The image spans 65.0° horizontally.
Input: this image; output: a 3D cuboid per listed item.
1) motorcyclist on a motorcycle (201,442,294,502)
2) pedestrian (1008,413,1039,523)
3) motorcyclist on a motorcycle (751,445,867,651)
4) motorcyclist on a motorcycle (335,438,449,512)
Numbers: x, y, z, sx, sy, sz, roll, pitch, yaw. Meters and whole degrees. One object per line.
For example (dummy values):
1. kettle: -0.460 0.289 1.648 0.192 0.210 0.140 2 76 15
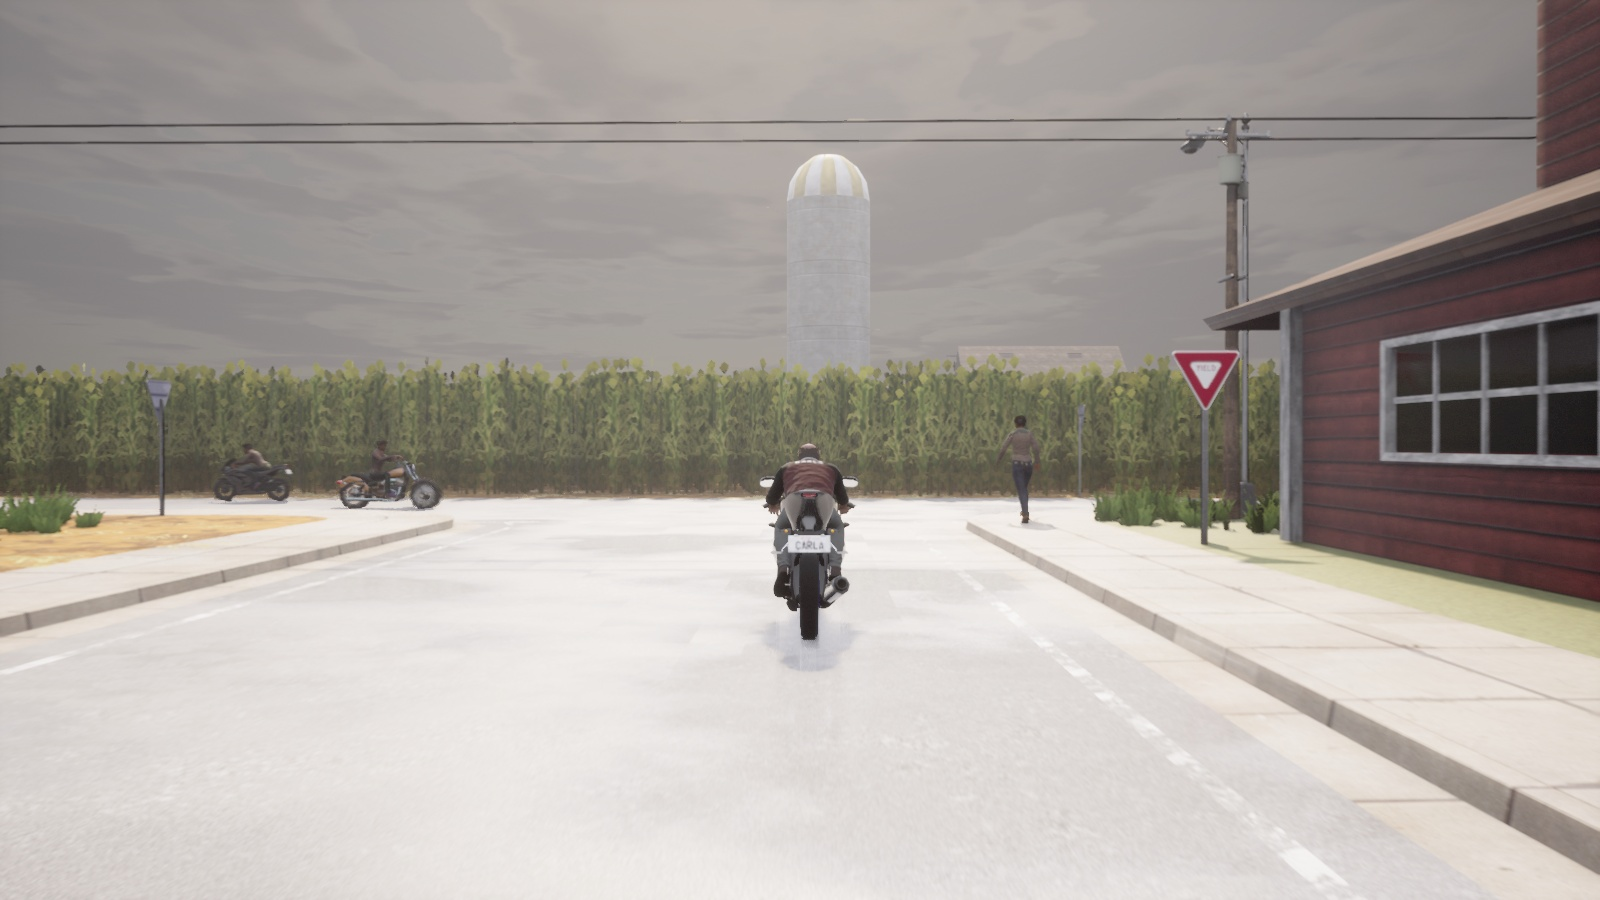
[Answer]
1. motorcyclist on a motorcycle: -14.215 0.562 32.318 2.044 1.523 0.797 0 0 1
2. pedestrian: 3.733 0.293 21.027 0.328 1.805 0.869 0 0 -2
3. motorcyclist on a motorcycle: 0.075 0.723 10.446 0.866 1.530 2.191 0 0 0
4. motorcyclist on a motorcycle: -9.311 0.555 28.715 2.350 1.649 0.766 0 0 1
